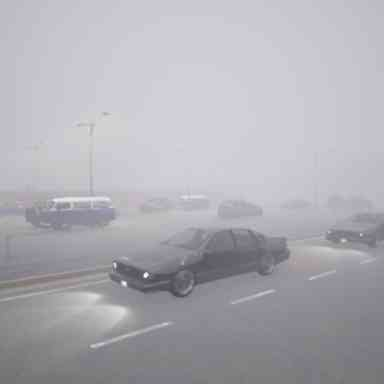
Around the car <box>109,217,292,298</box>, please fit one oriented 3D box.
[{"bbox_3d":[0.541,1.642,9.089,5.357,1.411,2.033,0,-1,-40],"label":"car"}]

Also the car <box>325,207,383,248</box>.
[{"bbox_3d":[8.341,1.622,15.547,5.357,1.411,2.033,0,-1,-39],"label":"car"}]

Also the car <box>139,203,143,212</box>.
[{"bbox_3d":[-6.676,1.999,54.272,3.905,1.438,1.784,0,-1,-39],"label":"car"}]

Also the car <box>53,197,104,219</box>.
[{"bbox_3d":[-12.997,1.694,38.144,4.605,1.855,1.932,0,-1,-39],"label":"car"}]

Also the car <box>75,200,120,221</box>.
[{"bbox_3d":[-9.414,1.853,33.864,3.806,1.475,1.970,0,-1,-39],"label":"car"}]

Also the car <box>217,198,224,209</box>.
[{"bbox_3d":[6.803,1.995,65.380,3.806,1.475,1.970,0,-1,-39],"label":"car"}]

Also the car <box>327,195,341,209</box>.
[{"bbox_3d":[21.121,1.420,48.007,3.866,1.878,1.905,0,-1,-39],"label":"car"}]

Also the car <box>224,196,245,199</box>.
[{"bbox_3d":[8.631,1.713,63.140,3.866,1.878,1.905,0,-1,-39],"label":"car"}]

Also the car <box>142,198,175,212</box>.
[{"bbox_3d":[-4.889,1.746,51.996,4.605,1.855,1.932,0,-1,-39],"label":"car"}]

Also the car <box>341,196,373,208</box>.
[{"bbox_3d":[22.917,1.374,45.737,4.605,1.855,1.932,0,-1,-39],"label":"car"}]

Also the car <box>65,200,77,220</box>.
[{"bbox_3d":[-11.252,1.864,36.101,3.905,1.438,1.784,0,-1,-39],"label":"car"}]

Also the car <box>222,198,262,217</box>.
[{"bbox_3d":[5.914,1.736,39.001,3.806,1.475,1.970,0,-1,-39],"label":"car"}]
